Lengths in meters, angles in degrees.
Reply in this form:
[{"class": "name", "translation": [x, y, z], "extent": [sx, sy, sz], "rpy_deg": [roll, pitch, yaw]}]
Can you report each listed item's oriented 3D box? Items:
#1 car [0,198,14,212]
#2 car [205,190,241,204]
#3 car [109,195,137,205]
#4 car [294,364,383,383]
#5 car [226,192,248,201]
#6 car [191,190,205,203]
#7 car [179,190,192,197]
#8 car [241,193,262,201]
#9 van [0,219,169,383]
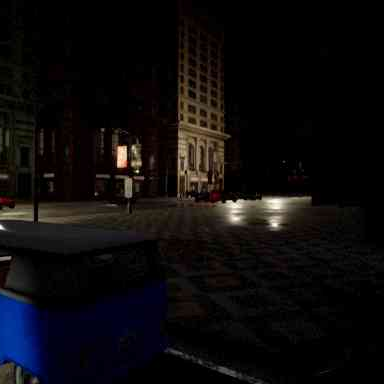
[{"class": "car", "translation": [-20.079, 1.215, 32.443], "extent": [1.882, 1.535, 5.008], "rpy_deg": [0, 1, 35]}, {"class": "car", "translation": [4.814, 0.645, 50.538], "extent": [2.150, 2.045, 5.566], "rpy_deg": [0, 1, 36]}, {"class": "car", "translation": [-9.745, 1.074, 47.065], "extent": [1.994, 1.385, 4.181], "rpy_deg": [0, 1, 35]}, {"class": "car", "translation": [2.407, 1.582, 1.365], "extent": [4.206, 1.307, 1.802], "rpy_deg": [0, 0, 35]}, {"class": "car", "translation": [8.254, 0.749, 61.125], "extent": [1.882, 1.535, 5.008], "rpy_deg": [0, 1, 35]}, {"class": "car", "translation": [2.441, 0.752, 52.803], "extent": [2.097, 1.767, 4.553], "rpy_deg": [0, 1, 36]}, {"class": "car", "translation": [-0.418, 0.464, 60.108], "extent": [1.837, 1.490, 4.892], "rpy_deg": [0, 1, 35]}, {"class": "car", "translation": [10.910, 0.854, 59.251], "extent": [1.994, 1.385, 4.181], "rpy_deg": [0, 1, 35]}, {"class": "van", "translation": [-2.205, 1.340, 4.626], "extent": [3.998, 1.788, 1.690], "rpy_deg": [0, 0, 35]}]
